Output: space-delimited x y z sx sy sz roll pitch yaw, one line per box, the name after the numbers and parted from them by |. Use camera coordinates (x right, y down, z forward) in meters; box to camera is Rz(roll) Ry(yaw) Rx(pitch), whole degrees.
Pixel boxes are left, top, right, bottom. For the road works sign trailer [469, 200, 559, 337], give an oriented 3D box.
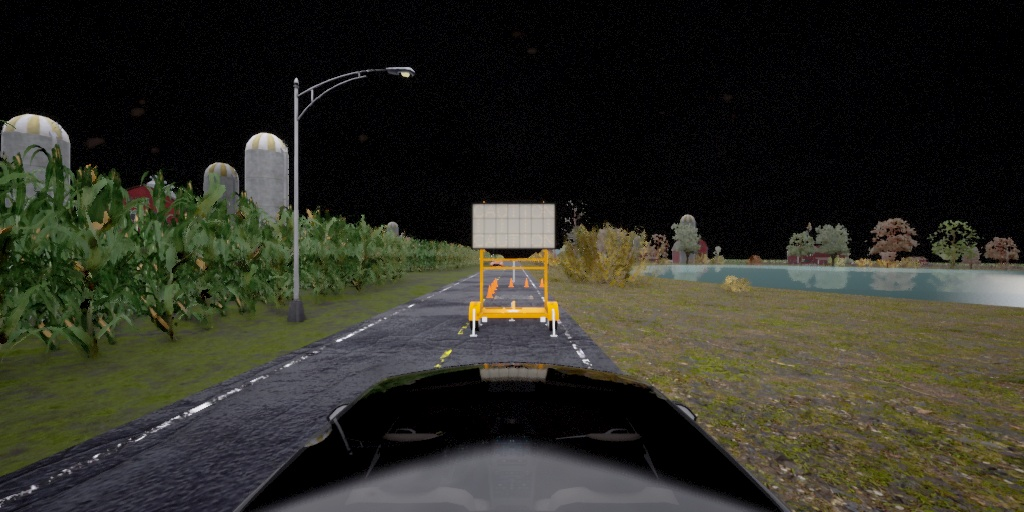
0.051 0.217 10.295 2.380 3.560 2.880 0 0 0 | road works sign trailer

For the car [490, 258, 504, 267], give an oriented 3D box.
-2.450 1.183 57.923 2.097 1.767 4.553 0 0 0 | car
